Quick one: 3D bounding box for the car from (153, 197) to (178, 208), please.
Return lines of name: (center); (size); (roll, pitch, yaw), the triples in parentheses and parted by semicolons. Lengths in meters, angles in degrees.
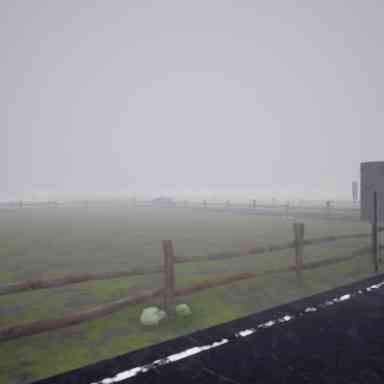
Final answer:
car: (-3.880, 1.423, 48.339); (1.882, 1.535, 5.008); (-1, 0, -35)
